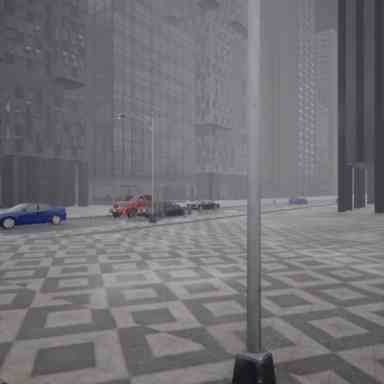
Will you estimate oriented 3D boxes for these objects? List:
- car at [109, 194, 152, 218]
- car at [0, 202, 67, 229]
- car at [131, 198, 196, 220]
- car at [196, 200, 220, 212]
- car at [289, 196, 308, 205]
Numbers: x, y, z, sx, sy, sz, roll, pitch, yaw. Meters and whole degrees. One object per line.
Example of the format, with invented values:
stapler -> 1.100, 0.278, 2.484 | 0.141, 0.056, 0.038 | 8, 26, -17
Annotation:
car -> -4.779, 1.189, 29.835 | 2.150, 2.045, 5.566 | 0, 0, 36
car -> -10.714, 1.458, 21.719 | 1.882, 1.535, 5.008 | 0, 0, 36
car -> -2.241, 1.515, 27.889 | 2.033, 1.411, 5.357 | 0, 0, 36
car -> 1.215, 1.555, 38.021 | 1.895, 1.301, 4.718 | 0, 0, 36
car -> 17.647, 1.401, 55.079 | 1.882, 1.535, 5.008 | 0, 0, 36
